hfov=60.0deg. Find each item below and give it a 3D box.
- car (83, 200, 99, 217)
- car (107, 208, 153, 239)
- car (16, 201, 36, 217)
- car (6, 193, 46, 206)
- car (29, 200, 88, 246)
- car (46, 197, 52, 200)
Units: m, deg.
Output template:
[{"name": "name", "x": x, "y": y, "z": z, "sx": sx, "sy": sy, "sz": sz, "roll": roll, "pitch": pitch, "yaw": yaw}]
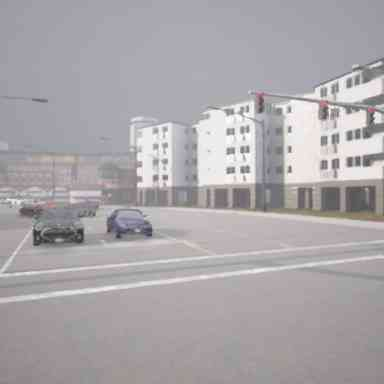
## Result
[{"name": "car", "x": -10.976, "y": 1.783, "z": 32.773, "sx": 1.994, "sy": 1.385, "sz": 4.181, "roll": 0, "pitch": 0, "yaw": -37}, {"name": "car", "x": -3.569, "y": 1.649, "z": 18.509, "sx": 1.812, "sy": 1.442, "sz": 4.674, "roll": 0, "pitch": 0, "yaw": -23}, {"name": "car", "x": -15.446, "y": 1.849, "z": 32.921, "sx": 1.895, "sy": 1.301, "sz": 4.718, "roll": 0, "pitch": 0, "yaw": -42}, {"name": "car", "x": -22.039, "y": 1.167, "z": 43.521, "sx": 5.566, "sy": 2.045, "sz": 2.150, "roll": 0, "pitch": 0, "yaw": 33}, {"name": "car", "x": -6.441, "y": 1.484, "z": 16.237, "sx": 2.097, "sy": 1.767, "sz": 4.553, "roll": 0, "pitch": 0, "yaw": -21}, {"name": "car", "x": -23.877, "y": 1.725, "z": 52.517, "sx": 4.553, "sy": 1.767, "sz": 2.097, "roll": 0, "pitch": 0, "yaw": 23}]
